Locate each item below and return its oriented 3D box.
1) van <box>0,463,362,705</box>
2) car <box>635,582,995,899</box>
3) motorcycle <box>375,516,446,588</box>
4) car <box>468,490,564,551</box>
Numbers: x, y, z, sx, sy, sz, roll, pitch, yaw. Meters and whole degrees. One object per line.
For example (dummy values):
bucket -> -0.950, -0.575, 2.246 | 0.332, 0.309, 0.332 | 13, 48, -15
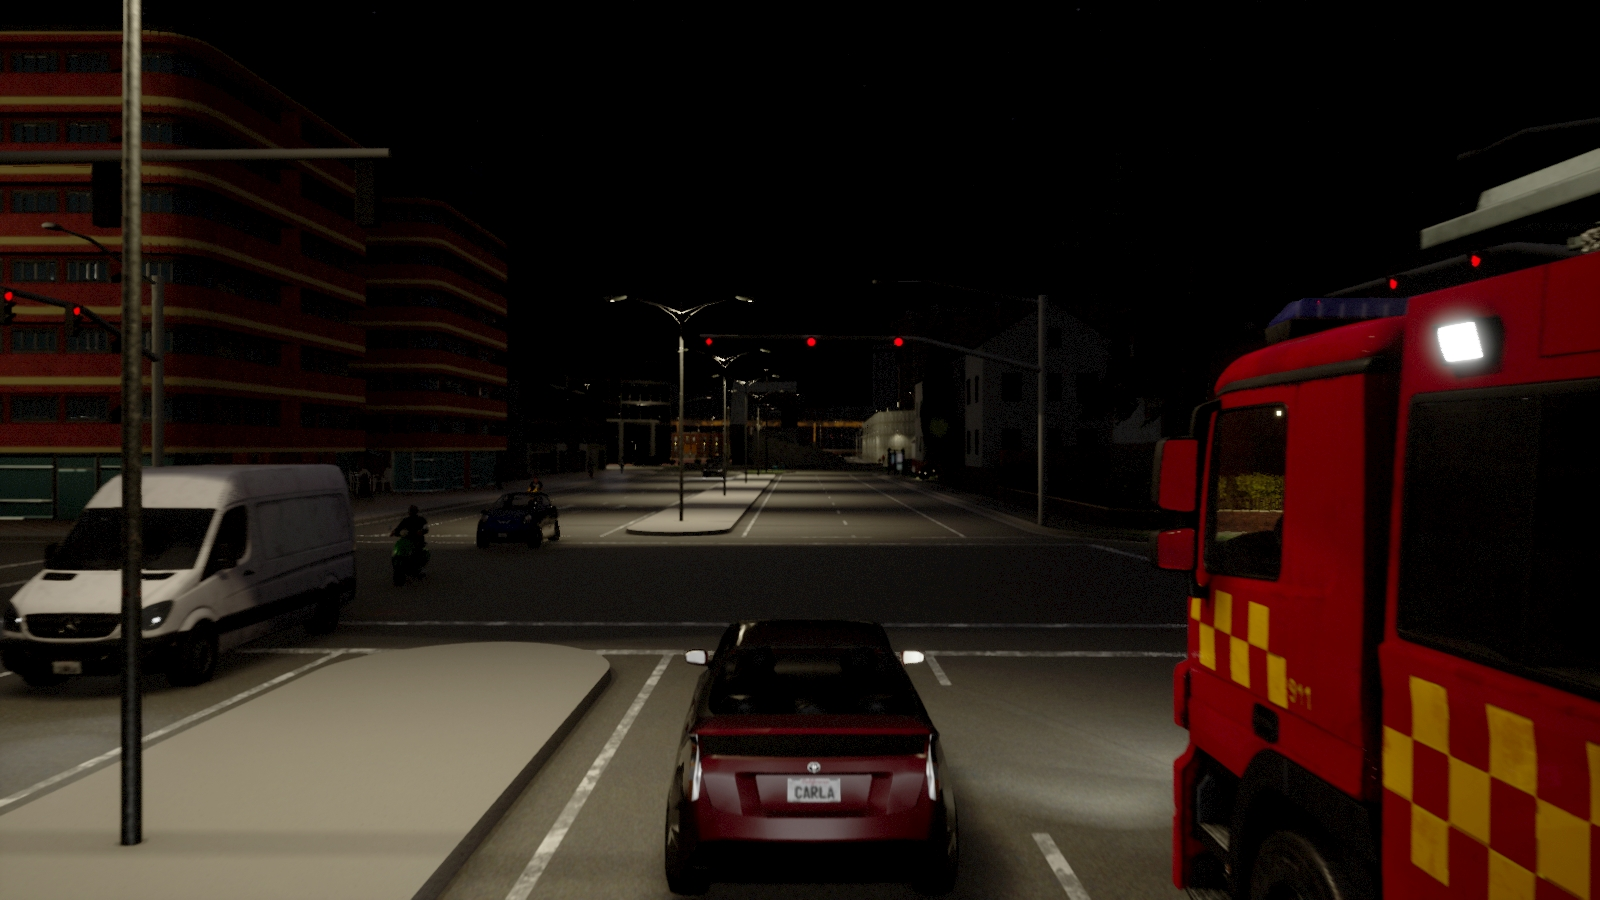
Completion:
van -> -8.026, 1.495, 15.401 | 1.988, 2.561, 5.915 | 0, 0, 0
car -> 0.053, 2.025, 8.639 | 2.007, 1.525, 4.514 | 0, 0, -1
motorcycle -> -8.017, 2.078, 23.600 | 0.856, 1.341, 1.805 | 0, 0, 0
car -> -8.038, 1.974, 32.688 | 1.845, 1.501, 3.633 | 0, 0, 0
